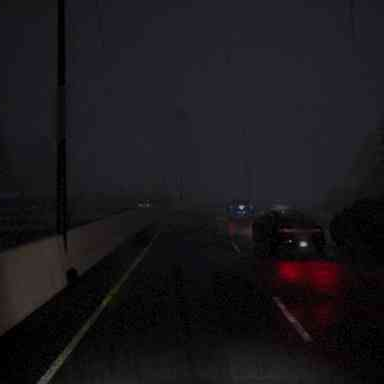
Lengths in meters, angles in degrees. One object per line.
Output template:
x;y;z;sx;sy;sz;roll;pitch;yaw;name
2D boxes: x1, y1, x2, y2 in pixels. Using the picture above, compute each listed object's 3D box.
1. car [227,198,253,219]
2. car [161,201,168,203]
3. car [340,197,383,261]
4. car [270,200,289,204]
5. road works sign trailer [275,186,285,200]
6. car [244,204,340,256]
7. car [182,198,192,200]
4.056;1.265;28.005;2.097;1.767;4.553;0;0;5;car
-4.566;1.431;55.049;1.895;1.301;4.718;0;0;19;car
7.069;1.187;12.150;2.150;2.045;5.566;0;1;0;car
7.684;1.436;29.311;1.812;1.442;4.674;0;0;6;car
21.755;0.217;81.108;2.380;3.560;2.880;0;0;42;road works sign trailer
3.575;1.451;13.042;2.128;1.511;4.902;0;0;0;car
-0.738;1.322;55.280;2.128;1.511;4.902;0;0;20;car
